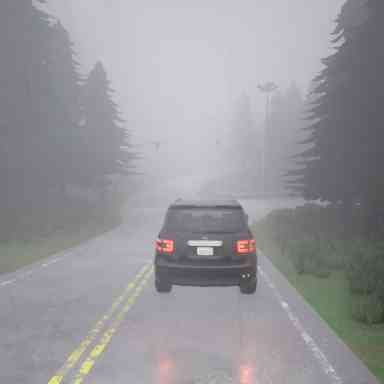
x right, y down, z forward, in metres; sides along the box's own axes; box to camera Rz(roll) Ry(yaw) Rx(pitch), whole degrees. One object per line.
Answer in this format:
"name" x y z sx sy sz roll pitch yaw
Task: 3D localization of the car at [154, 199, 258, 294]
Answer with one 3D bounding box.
"car" 0.381 1.193 8.898 2.150 2.045 5.566 0 0 3
